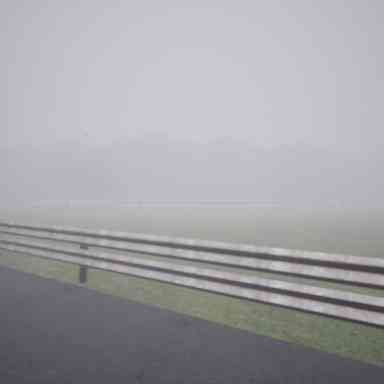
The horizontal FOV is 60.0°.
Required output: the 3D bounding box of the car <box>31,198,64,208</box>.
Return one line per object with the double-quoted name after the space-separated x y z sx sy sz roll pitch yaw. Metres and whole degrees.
-22.514 1.647 51.537 5.366 1.575 1.801 0 0 9 "car"
